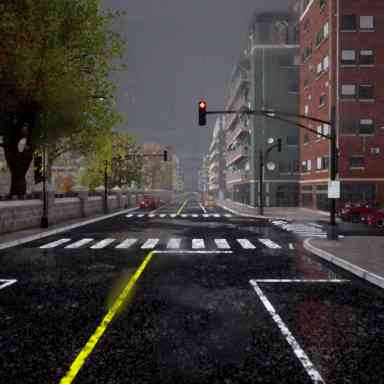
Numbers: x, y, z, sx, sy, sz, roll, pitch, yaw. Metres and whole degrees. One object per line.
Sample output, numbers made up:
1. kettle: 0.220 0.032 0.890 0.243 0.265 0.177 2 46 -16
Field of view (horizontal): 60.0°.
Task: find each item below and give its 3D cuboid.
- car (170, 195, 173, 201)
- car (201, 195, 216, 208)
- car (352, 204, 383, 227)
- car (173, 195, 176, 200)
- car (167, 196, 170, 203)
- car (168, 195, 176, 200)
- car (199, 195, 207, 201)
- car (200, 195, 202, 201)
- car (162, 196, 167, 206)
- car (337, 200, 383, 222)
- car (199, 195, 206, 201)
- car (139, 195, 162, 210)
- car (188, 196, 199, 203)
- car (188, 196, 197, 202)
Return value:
1. car: -5.624 1.613 71.594 1.802 1.307 4.206 0 0 0
2. car: 2.736 1.538 49.616 1.752 1.417 4.829 0 0 0
3. car: 14.688 1.851 24.722 4.181 1.385 1.994 1 0 0
4. car: -5.614 1.623 82.665 1.802 1.307 4.206 0 0 0
5. car: -5.635 1.566 60.524 1.887 1.381 4.507 0 0 0
6. car: -5.604 1.579 93.565 1.752 1.417 4.829 0 0 0
7. car: 2.767 1.586 82.658 1.887 1.381 4.507 0 0 0
8. car: 2.741 1.562 54.981 1.887 1.381 4.507 0 0 0
9. car: -5.640 1.457 54.989 1.967 1.590 4.097 0 0 0
10. car: 14.643 1.591 27.327 5.009 1.841 2.192 1 -1 0
11. car: 2.772 1.592 88.193 1.887 1.381 4.507 0 0 0
12. car: -5.651 1.324 43.918 2.192 1.841 5.009 0 0 0
13. car: 0.070 1.576 69.224 2.033 1.411 5.357 0 0 0
14. car: 0.078 1.591 79.635 1.994 1.385 4.181 0 0 0
